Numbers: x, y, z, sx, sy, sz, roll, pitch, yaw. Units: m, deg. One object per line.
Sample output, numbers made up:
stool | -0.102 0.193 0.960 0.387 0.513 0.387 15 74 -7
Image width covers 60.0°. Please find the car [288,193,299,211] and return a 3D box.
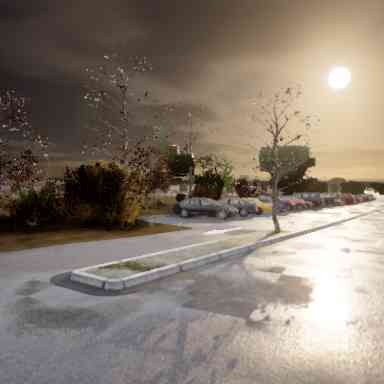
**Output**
car | 8.877 1.151 35.889 4.553 1.767 2.185 1 0 16

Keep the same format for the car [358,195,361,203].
car | 28.089 1.454 62.488 5.366 1.575 1.946 1 0 15

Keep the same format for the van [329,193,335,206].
van | 17.669 1.133 47.961 4.442 1.987 1.878 1 0 16

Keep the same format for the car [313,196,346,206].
car | 22.708 1.435 55.264 4.792 1.488 2.163 1 0 16

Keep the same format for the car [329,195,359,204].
car | 29.622 1.471 64.957 4.892 1.521 2.231 1 0 15

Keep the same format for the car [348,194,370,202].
car | 41.197 1.445 82.164 4.553 1.767 2.185 1 0 13

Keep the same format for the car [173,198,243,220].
car | 1.001 1.203 24.846 4.892 1.521 2.231 1 0 16

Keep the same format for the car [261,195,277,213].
car | 4.776 1.234 30.406 5.366 1.575 1.946 1 0 16

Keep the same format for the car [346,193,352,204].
car | 24.494 1.452 57.679 4.792 1.488 2.163 1 0 15

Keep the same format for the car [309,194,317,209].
car | 12.364 1.349 40.725 4.674 1.452 2.002 1 0 16

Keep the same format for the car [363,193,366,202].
car | 33.010 1.501 69.828 5.008 1.535 2.097 1 0 15

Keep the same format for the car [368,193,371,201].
car | 38.012 1.574 77.195 4.792 1.488 2.163 1 0 14

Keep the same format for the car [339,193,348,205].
car | 21.191 1.390 52.789 5.366 1.575 1.946 1 0 16

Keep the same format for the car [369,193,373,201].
car | 39.616 1.557 79.666 5.008 1.535 2.097 1 0 13

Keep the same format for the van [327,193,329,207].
van | 15.941 1.117 45.536 4.442 1.987 1.878 1 0 16

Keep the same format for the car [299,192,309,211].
car | 10.666 1.168 38.286 4.553 1.767 2.185 1 0 16

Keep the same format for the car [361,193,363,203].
car | 31.347 1.360 67.384 4.553 1.767 2.185 1 0 15

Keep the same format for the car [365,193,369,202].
car | 36.301 1.559 74.738 4.792 1.488 2.163 1 0 14

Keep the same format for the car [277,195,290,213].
car | 6.958 1.288 33.118 4.792 1.488 2.163 1 0 16

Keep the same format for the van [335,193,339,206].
van | 19.398 1.150 50.386 4.442 1.987 1.878 1 0 16

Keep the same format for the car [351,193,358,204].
car | 26.167 1.186 60.110 5.566 2.045 2.435 1 0 15

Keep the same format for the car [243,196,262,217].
car | 2.986 1.223 27.599 4.892 1.521 2.231 1 0 16

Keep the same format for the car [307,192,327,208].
car | 14.070 1.074 43.148 5.566 2.045 2.435 1 0 16

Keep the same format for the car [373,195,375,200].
car | 42.643 1.578 84.683 5.366 1.575 1.946 1 0 13
